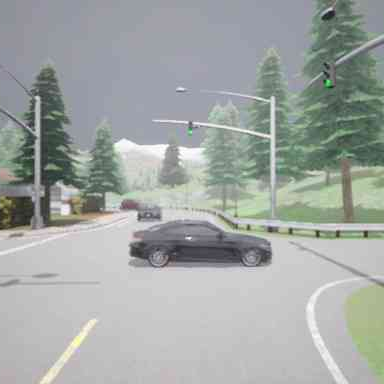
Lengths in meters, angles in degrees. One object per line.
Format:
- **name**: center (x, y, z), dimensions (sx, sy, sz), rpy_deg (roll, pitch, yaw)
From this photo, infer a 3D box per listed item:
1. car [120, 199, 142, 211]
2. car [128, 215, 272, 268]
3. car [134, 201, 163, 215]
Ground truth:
- **car**: center (-7.636, 1.692, 45.316), dimensions (4.553, 1.767, 2.097), rpy_deg (0, 0, 36)
- **car**: center (0.265, 1.668, 11.024), dimensions (4.674, 1.442, 1.812), rpy_deg (1, 0, 0)
- **car**: center (-3.669, 1.785, 29.535), dimensions (1.994, 1.385, 4.181), rpy_deg (0, 0, -1)
